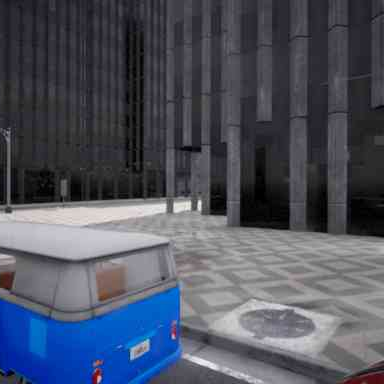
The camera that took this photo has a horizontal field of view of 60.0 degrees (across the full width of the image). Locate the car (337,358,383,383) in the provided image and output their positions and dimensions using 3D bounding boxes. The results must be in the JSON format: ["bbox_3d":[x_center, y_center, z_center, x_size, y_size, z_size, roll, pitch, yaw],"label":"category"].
[{"bbox_3d":[2.475,1.441,1.202,4.097,1.590,1.967,0,0,35],"label":"car"}]

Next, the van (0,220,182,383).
[{"bbox_3d":[-2.025,1.339,4.406,3.998,1.788,1.690,0,0,35],"label":"van"}]
